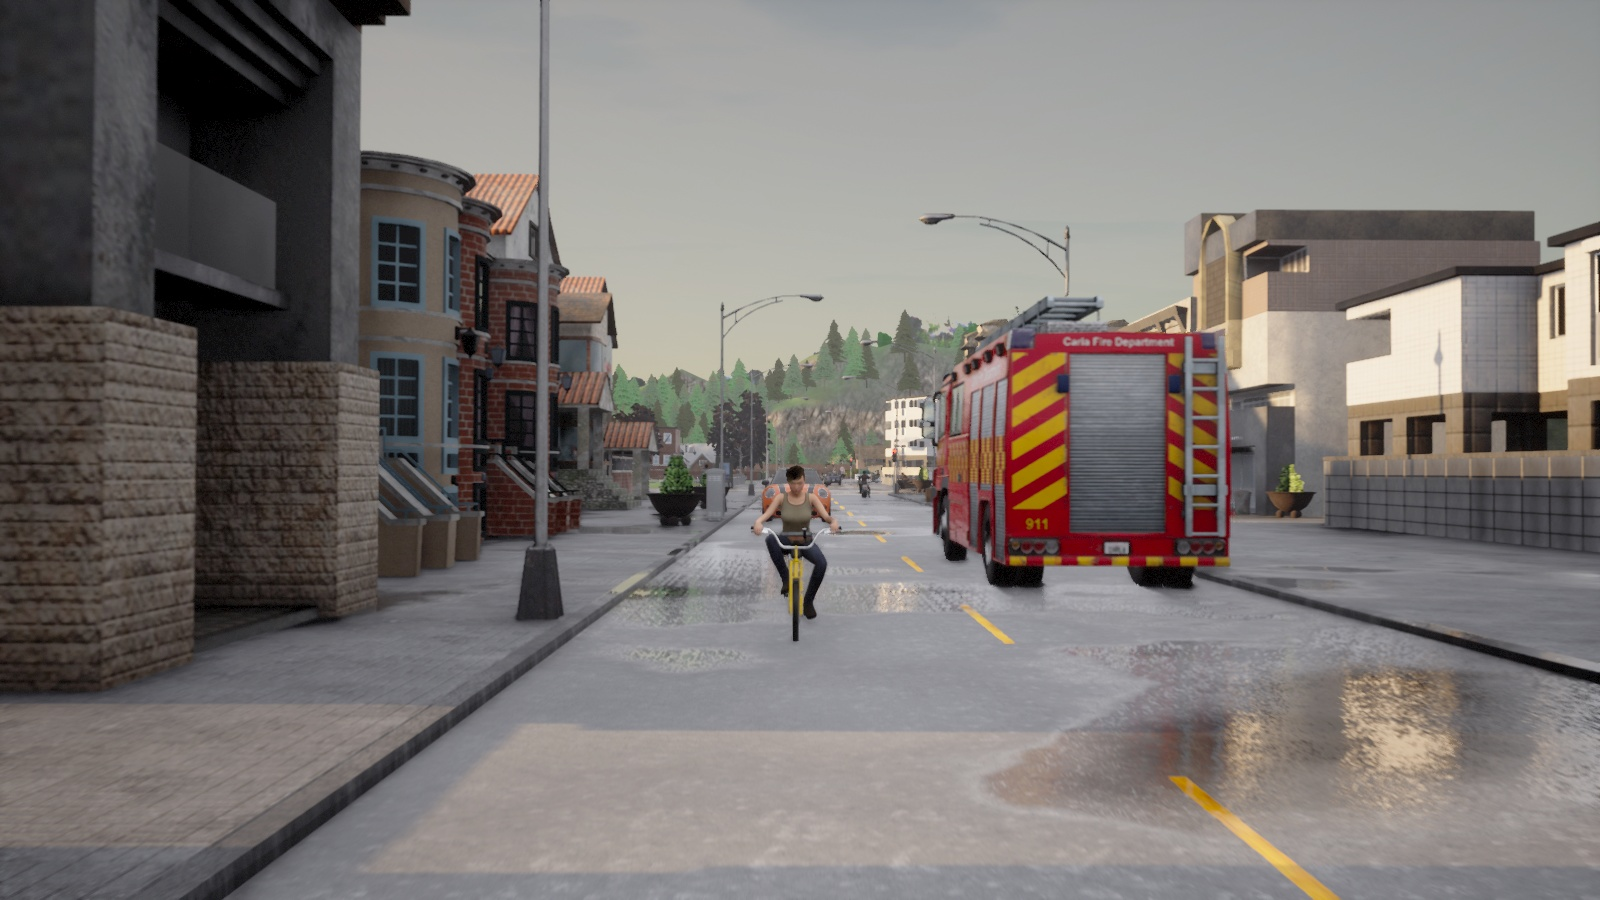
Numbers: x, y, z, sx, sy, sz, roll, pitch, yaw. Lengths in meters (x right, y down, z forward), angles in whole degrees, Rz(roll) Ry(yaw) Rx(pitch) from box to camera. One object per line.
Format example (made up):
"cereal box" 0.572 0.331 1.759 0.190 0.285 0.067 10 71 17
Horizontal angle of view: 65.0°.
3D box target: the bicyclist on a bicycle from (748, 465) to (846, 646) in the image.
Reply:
"bicyclist on a bicycle" -0.029 0.952 11.954 0.866 1.612 1.509 0 -1 0

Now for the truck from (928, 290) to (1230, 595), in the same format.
"truck" 3.946 -0.029 20.075 2.891 3.827 8.468 0 -1 0

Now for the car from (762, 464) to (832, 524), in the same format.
"car" -0.097 1.339 39.644 2.097 1.767 4.553 0 -1 0
